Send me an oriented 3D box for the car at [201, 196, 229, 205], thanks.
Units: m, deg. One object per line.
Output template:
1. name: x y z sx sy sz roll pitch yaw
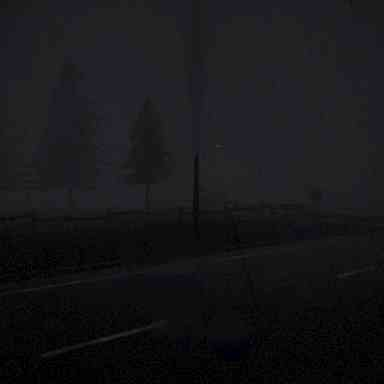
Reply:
1. car: 3.513 1.461 56.235 1.837 1.490 4.892 0 -1 -35

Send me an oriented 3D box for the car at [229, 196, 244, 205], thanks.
1. car: 6.843 1.427 57.567 1.882 1.535 5.008 0 0 -34
